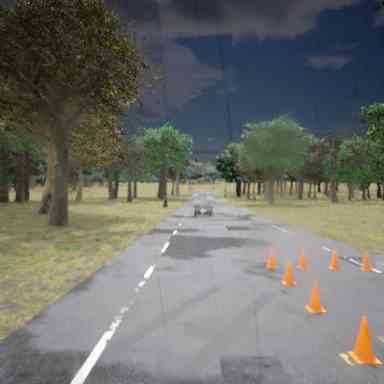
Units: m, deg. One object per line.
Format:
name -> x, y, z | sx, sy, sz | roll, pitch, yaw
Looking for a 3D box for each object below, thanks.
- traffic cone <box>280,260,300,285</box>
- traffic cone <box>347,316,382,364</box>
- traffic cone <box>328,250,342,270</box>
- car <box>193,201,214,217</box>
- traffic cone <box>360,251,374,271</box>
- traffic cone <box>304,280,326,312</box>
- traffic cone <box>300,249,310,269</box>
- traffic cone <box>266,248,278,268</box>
traffic cone -> 2.531, 2.085, 8.705 | 0.340, 0.580, 0.340 | 2, 0, 1
traffic cone -> 2.437, 2.056, 4.706 | 0.340, 0.580, 0.340 | 2, 0, 1
traffic cone -> 4.577, 2.154, 10.657 | 0.340, 0.580, 0.340 | 2, 0, 1
car -> 1.133, 1.709, 34.178 | 2.128, 1.511, 4.902 | 2, 0, 1
traffic cone -> 5.576, 2.181, 10.633 | 0.340, 0.580, 0.340 | 2, 0, 1
traffic cone -> 2.484, 2.071, 6.706 | 0.340, 0.580, 0.340 | 2, 0, 1
traffic cone -> 3.577, 2.126, 10.680 | 0.340, 0.580, 0.340 | 2, 0, 1
traffic cone -> 2.578, 2.099, 10.704 | 0.340, 0.580, 0.340 | 2, 0, 1
